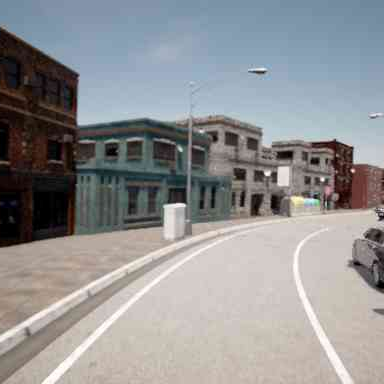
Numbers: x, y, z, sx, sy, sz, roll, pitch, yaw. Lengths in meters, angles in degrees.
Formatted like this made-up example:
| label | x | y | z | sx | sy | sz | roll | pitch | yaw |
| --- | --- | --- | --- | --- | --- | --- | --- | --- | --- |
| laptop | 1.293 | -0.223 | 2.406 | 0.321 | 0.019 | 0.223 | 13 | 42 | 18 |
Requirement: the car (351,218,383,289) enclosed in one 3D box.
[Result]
| label | x | y | z | sx | sy | sz | roll | pitch | yaw |
| --- | --- | --- | --- | --- | --- | --- | --- | --- | --- |
| car | 5.892 | 1.716 | 9.474 | 1.837 | 1.490 | 4.892 | 2 | 0 | 16 |

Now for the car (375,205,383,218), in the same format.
| label | x | y | z | sx | sy | sz | roll | pitch | yaw |
| --- | --- | --- | --- | --- | --- | --- | --- | --- | --- |
| car | 21.362 | 2.427 | 35.519 | 1.895 | 1.301 | 4.718 | 2 | 0 | 40 |
